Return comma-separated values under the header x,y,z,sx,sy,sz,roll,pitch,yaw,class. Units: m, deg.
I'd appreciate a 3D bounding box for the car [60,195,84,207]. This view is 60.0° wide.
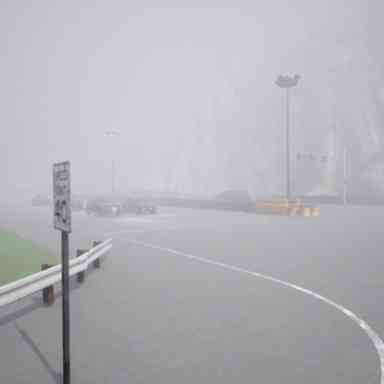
x,y,z,sx,sy,sz,roll,pitch,yaw,class
-16.942,1.168,46.866,1.837,1.490,4.892,-1,1,-38,car

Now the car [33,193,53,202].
x,y,z,sx,sy,sz,roll,pitch,yaw,class
-26.678,0.997,59.449,2.033,1.411,5.357,-1,1,-38,car

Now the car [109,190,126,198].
x,y,z,sx,sy,sz,roll,pitch,yaw,class
-16.835,0.447,75.263,2.097,1.767,4.553,-1,2,-38,car

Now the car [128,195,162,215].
x,y,z,sx,sy,sz,roll,pitch,yaw,class
-5.218,1.288,31.905,1.837,1.490,4.892,-1,1,-38,car

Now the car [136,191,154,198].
x,y,z,sx,sy,sz,roll,pitch,yaw,class
-11.341,0.534,79.603,2.128,1.511,4.902,-1,2,-38,car

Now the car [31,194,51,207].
x,y,z,sx,sy,sz,roll,pitch,yaw,class
-21.017,1.187,46.391,1.837,1.490,4.892,-1,1,-38,car

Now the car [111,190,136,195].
x,y,z,sx,sy,sz,roll,pitch,yaw,class
-13.464,0.692,65.279,2.097,1.767,4.553,-1,1,-38,car

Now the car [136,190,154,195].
x,y,z,sx,sy,sz,roll,pitch,yaw,class
-10.452,0.527,67.104,2.150,2.045,5.566,-1,1,-38,car

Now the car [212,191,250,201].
x,y,z,sx,sy,sz,roll,pitch,yaw,class
4.810,0.831,42.129,2.150,2.045,5.566,-1,1,-38,car

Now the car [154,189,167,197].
x,y,z,sx,sy,sz,roll,pitch,yaw,class
-7.913,0.614,69.540,2.097,1.767,4.553,-1,1,-38,car

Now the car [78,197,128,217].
x,y,z,sx,sy,sz,roll,pitch,yaw,class
-8.034,1.315,29.823,2.128,1.511,4.902,-1,1,-38,car

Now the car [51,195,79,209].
x,y,z,sx,sy,sz,roll,pitch,yaw,class
-13.758,1.385,37.101,1.895,1.301,4.718,-1,1,-38,car

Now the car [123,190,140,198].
x,y,z,sx,sy,sz,roll,pitch,yaw,class
-14.078,0.406,77.419,2.097,1.767,4.553,-1,2,-38,car

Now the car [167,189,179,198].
x,y,z,sx,sy,sz,roll,pitch,yaw,class
-4.941,0.444,71.419,2.150,2.045,5.566,-1,1,-38,car
